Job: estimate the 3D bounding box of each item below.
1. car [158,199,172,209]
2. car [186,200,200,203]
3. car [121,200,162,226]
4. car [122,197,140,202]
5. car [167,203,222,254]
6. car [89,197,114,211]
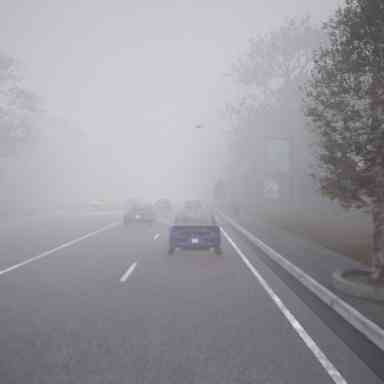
[{"bbox_3d":[-3.406,1.456,39.661,1.994,1.385,4.181,0,0,0],"label":"car"},{"bbox_3d":[0.099,1.462,31.614,2.033,1.411,5.357,0,0,0],"label":"car"},{"bbox_3d":[-3.401,1.502,22.750,1.994,1.385,4.181,0,0,0],"label":"car"},{"bbox_3d":[-7.081,1.400,39.410,1.837,1.490,4.892,0,0,0],"label":"car"},{"bbox_3d":[0.100,1.441,13.398,1.882,1.535,5.008,0,0,0],"label":"car"},{"bbox_3d":[-10.581,1.372,39.110,1.882,1.535,5.008,0,0,0],"label":"car"}]
